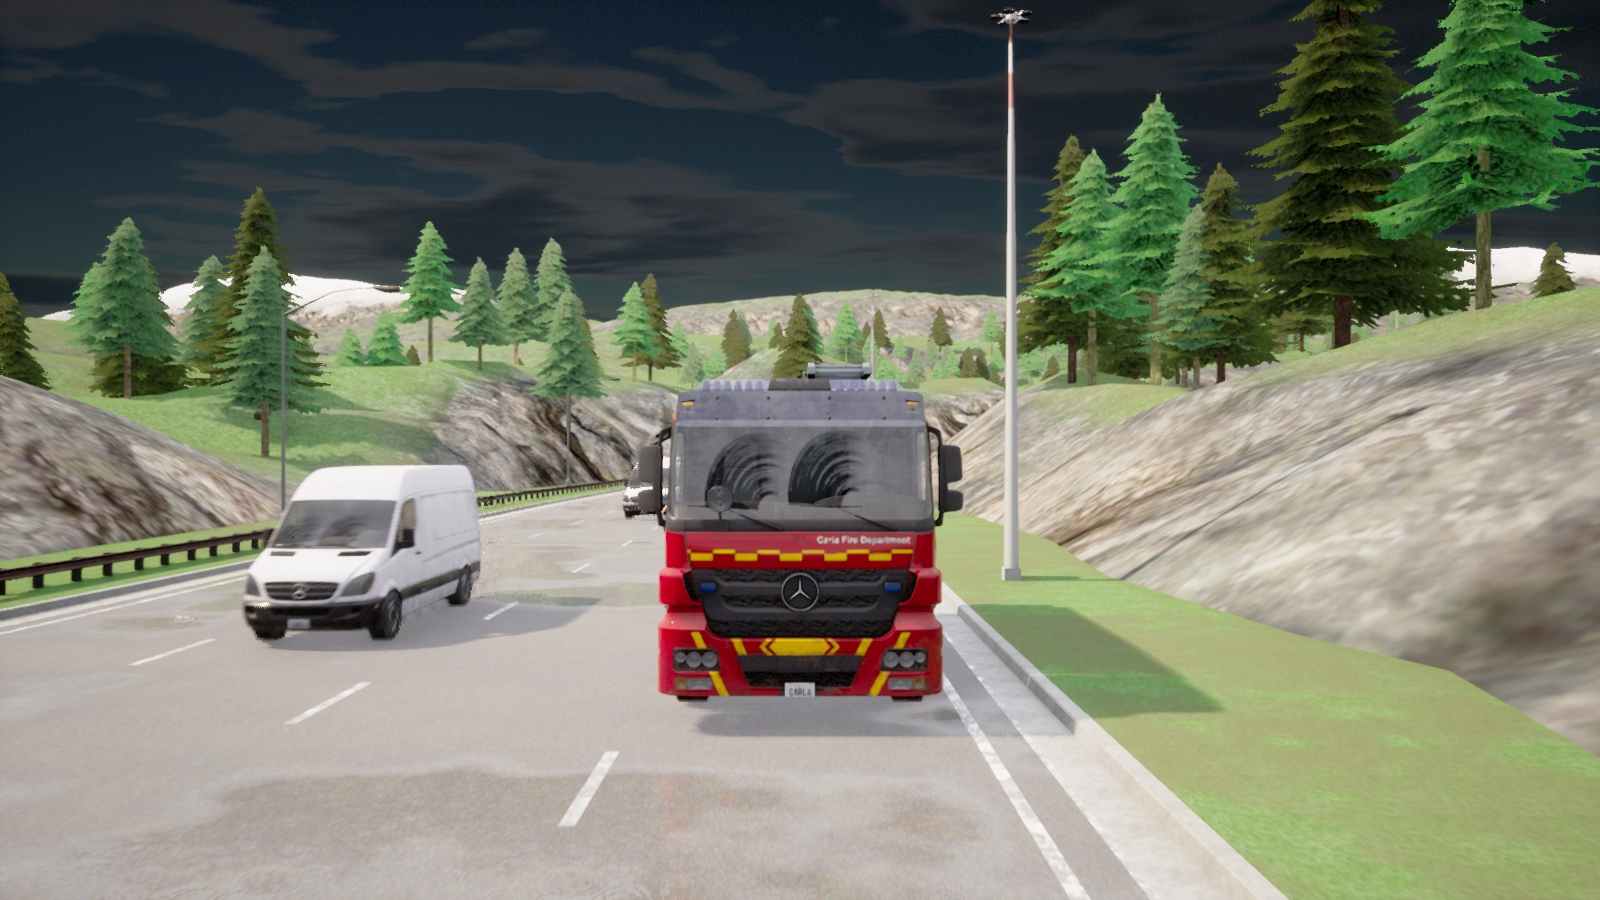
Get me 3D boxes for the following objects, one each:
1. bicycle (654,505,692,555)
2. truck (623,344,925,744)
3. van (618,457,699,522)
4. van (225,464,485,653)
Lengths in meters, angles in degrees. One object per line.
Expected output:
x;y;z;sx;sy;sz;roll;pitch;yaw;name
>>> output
-3.492;2.184;31.518;0.859;1.277;1.487;0;0;0;bicycle
-0.250;0.905;15.167;2.891;3.827;8.468;0;0;0;truck
-5.845;1.574;48.054;1.988;2.561;5.915;0;0;7;van
-7.008;1.551;18.851;1.988;2.561;5.915;0;0;0;van
